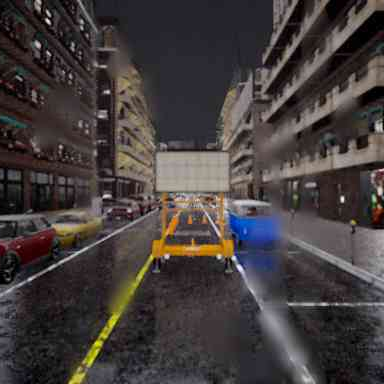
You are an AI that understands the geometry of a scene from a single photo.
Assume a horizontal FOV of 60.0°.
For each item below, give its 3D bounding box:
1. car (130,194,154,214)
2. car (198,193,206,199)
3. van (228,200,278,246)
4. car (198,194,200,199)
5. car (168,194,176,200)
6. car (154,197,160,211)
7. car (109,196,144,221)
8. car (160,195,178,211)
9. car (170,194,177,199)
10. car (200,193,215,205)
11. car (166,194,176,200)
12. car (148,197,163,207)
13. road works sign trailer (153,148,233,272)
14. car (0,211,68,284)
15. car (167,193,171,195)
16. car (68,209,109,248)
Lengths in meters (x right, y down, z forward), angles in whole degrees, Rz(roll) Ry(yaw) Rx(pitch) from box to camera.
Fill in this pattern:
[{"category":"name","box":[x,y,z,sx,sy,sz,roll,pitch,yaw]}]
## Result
[{"category":"car","box":[-5.248,1.196,31.431,2.192,1.841,5.009,1,0,0]},{"category":"car","box":[2.741,1.080,92.477,1.967,1.590,4.097,1,0,0]},{"category":"van","box":[2.601,1.285,14.789,1.690,1.788,3.998,1,0,0]},{"category":"car","box":[2.690,1.276,64.902,1.752,1.417,4.829,1,0,0]},{"category":"car","box":[-5.150,1.228,86.922,1.947,1.339,4.313,1,0,0]},{"category":"car","box":[-5.238,1.174,36.980,2.192,1.841,5.009,1,0,0]},{"category":"car","box":[-5.260,1.342,25.883,1.967,1.590,4.097,1,0,0]},{"category":"car","box":[-2.779,1.379,38.542,1.812,1.442,4.674,0,0,0]},{"category":"car","box":[-5.141,1.221,92.470,1.802,1.307,4.206,1,0,0]},{"category":"car","box":[2.671,1.235,53.634,1.967,1.590,4.097,1,0,0]},{"category":"car","box":[-5.160,1.235,81.373,2.008,1.369,4.403,1,0,0]},{"category":"car","box":[-5.221,1.398,48.079,1.802,1.307,4.206,1,0,0]},{"category":"road works sign trailer","box":[0.025,0.424,10.594,2.380,3.560,2.880,0,0,0]},{"category":"car","box":[-5.290,1.405,9.236,1.967,1.590,4.097,1,0,0]},{"category":"car","box":[-5.201,1.299,59.007,1.752,1.417,4.829,1,0,0]},{"category":"car","box":[-5.282,1.470,14.615,1.752,1.417,4.829,1,0,0]}]
